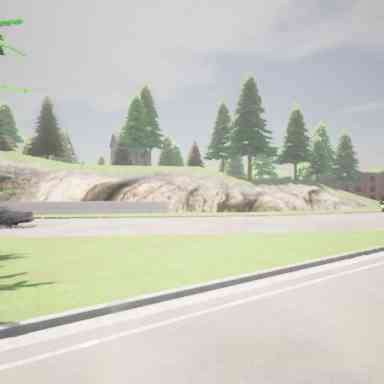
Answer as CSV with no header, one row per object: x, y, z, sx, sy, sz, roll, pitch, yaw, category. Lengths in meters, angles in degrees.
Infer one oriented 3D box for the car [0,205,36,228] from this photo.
-12.932,1.548,21.109,5.357,1.411,2.033,0,0,-12,car

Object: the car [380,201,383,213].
21.658,1.191,33.559,5.566,2.045,2.150,0,0,-24,car
